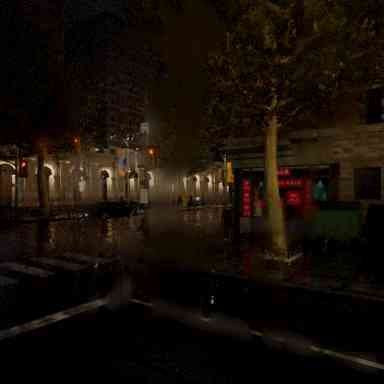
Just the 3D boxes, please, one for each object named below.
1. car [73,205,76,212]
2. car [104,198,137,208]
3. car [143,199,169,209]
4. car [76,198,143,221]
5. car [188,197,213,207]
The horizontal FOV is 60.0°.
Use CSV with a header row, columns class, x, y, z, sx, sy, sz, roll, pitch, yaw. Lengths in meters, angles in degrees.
class,x,y,z,sx,sy,sz,roll,pitch,yaw
car,-10.694,1.564,35.895,1.994,1.385,4.181,0,0,36
car,-10.235,1.595,47.907,1.895,1.301,4.718,0,0,36
car,-4.934,1.564,43.901,1.994,1.385,4.181,0,0,35
car,-6.665,1.505,27.438,1.837,1.490,4.892,0,0,36
car,1.318,1.547,52.545,2.033,1.411,5.357,0,0,36
